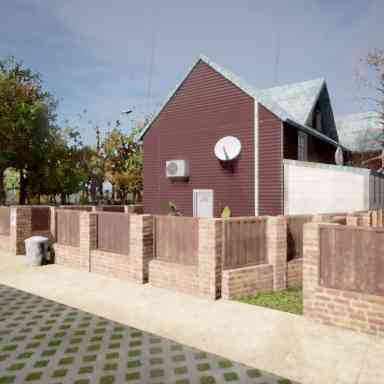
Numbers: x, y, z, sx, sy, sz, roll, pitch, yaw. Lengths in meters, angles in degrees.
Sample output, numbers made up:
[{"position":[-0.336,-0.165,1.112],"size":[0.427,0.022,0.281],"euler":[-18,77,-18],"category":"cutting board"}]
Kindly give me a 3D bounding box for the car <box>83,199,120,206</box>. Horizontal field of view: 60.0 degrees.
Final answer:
[{"position":[-10.161,1.612,37.115],"size":[1.837,1.490,4.892],"euler":[0,1,36],"category":"car"}]
